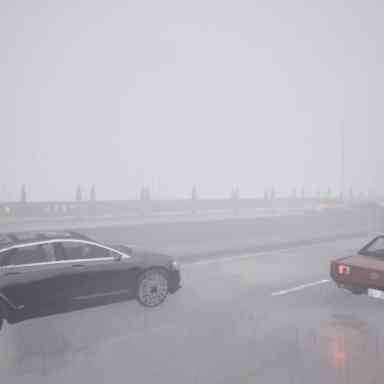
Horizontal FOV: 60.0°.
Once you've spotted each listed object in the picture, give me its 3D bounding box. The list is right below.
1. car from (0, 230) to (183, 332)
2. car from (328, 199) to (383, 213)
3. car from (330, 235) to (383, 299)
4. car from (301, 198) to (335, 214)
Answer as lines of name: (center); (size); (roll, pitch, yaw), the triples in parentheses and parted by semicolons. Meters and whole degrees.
car: (-2.455, 1.492, 6.293); (4.902, 1.511, 2.128); (0, 0, -35)
car: (13.003, 1.507, 25.746); (4.892, 1.490, 1.837); (0, 0, -34)
car: (5.250, 1.601, 7.467); (4.718, 1.301, 1.895); (0, 0, -35)
car: (11.629, 1.354, 29.037); (4.553, 1.767, 2.097); (0, 0, -34)
